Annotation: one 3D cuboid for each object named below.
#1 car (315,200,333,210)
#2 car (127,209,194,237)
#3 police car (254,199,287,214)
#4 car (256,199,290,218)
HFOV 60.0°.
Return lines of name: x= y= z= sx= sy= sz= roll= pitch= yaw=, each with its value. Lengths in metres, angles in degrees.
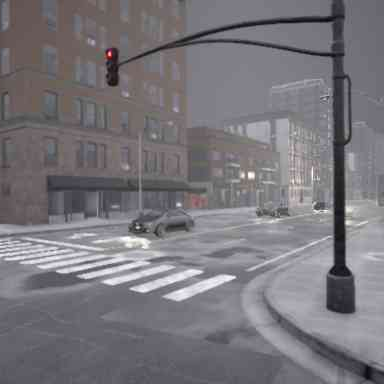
car: x=18.917 y=1.785 z=46.857 sx=2.033 sy=1.411 sz=5.357 roll=-1 pitch=-1 yaw=36
car: x=-1.683 y=1.686 z=19.104 sx=1.994 sy=1.385 sz=4.181 roll=-1 pitch=0 yaw=36
police car: x=9.385 y=1.682 z=39.413 sx=2.038 sy=1.542 sz=4.974 roll=-1 pitch=-1 yaw=36
car: x=7.860 y=1.643 z=32.032 sx=1.837 sy=1.490 sz=4.892 roll=-1 pitch=0 yaw=36
